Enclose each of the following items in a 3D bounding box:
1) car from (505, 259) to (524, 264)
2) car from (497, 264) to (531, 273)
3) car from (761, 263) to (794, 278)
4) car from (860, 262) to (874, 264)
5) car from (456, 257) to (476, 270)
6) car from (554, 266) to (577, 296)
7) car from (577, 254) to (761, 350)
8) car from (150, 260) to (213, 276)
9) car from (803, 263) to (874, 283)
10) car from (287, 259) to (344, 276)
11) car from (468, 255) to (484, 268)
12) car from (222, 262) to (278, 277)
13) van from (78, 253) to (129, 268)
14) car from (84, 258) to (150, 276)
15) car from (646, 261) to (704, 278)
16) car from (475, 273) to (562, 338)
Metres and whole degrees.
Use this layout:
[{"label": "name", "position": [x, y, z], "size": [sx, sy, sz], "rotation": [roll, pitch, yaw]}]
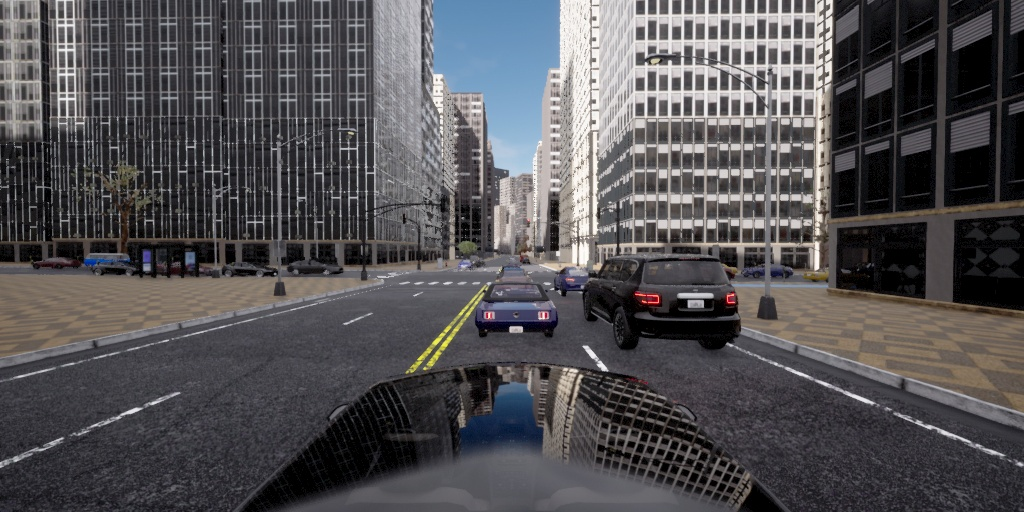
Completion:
[{"label": "car", "position": [0.032, 1.314, 45.031], "size": [1.895, 1.301, 4.718], "rotation": [0, 0, 6]}, {"label": "car", "position": [0.088, 1.305, 18.931], "size": [1.994, 1.385, 4.181], "rotation": [0, 0, 0]}, {"label": "car", "position": [25.805, 1.471, 36.305], "size": [4.674, 1.442, 1.812], "rotation": [1, 1, 1]}, {"label": "car", "position": [35.906, 1.385, 36.123], "size": [4.553, 1.767, 2.097], "rotation": [0, 1, 1]}, {"label": "car", "position": [-6.630, 1.241, 51.221], "size": [1.812, 1.442, 4.674], "rotation": [0, 0, -2]}, {"label": "car", "position": [3.336, 1.267, 18.924], "size": [1.812, 1.442, 4.674], "rotation": [0, 0, 0]}, {"label": "car", "position": [3.345, 0.968, 9.233], "size": [2.150, 2.045, 5.566], "rotation": [0, 0, 0]}, {"label": "car", "position": [-28.440, 1.138, 31.305], "size": [4.207, 1.307, 1.802], "rotation": [0, 0, 1]}, {"label": "car", "position": [27.618, 1.579, 30.493], "size": [4.829, 1.417, 1.751], "rotation": [0, 0, 1]}, {"label": "car", "position": [-18.459, 1.104, 33.798], "size": [4.892, 1.490, 1.837], "rotation": [2, 1, 1]}, {"label": "car", "position": [-6.623, 0.925, 61.183], "size": [2.150, 2.045, 5.566], "rotation": [0, 0, 0]}, {"label": "car", "position": [-22.756, 1.174, 31.176], "size": [4.313, 1.339, 1.948], "rotation": [0, 0, 1]}, {"label": "van", "position": [-45.319, 0.605, 40.124], "size": [3.998, 1.789, 1.690], "rotation": [0, 0, 1]}, {"label": "car", "position": [-34.121, 1.069, 31.473], "size": [4.313, 1.339, 1.948], "rotation": [0, 0, 1]}, {"label": "car", "position": [16.492, 1.341, 36.454], "size": [5.008, 1.535, 1.882], "rotation": [1, 1, 1]}, {"label": "car", "position": [0.095, 1.347, 10.194], "size": [1.895, 1.301, 4.718], "rotation": [0, 0, 0]}]
